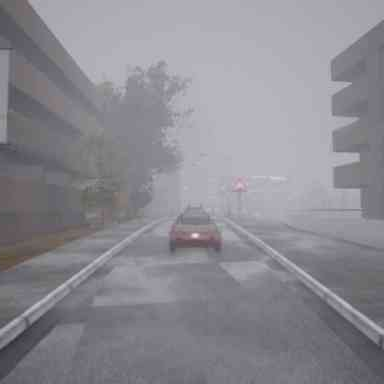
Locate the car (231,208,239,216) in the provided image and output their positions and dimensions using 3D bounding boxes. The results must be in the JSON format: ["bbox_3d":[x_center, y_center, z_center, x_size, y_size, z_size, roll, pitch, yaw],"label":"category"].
[{"bbox_3d":[7.834,4.483,72.474,2.185,1.767,4.553,7,-5,-30],"label":"car"}]

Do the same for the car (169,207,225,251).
[{"bbox_3d":[0.107,1.507,13.756,1.994,1.385,4.181,0,0,0],"label":"car"}]

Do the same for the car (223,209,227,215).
[{"bbox_3d":[4.861,4.220,71.982,2.185,1.767,4.553,5,-5,-31],"label":"car"}]

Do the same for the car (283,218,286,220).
[{"bbox_3d":[22.635,6.161,75.068,2.002,1.452,4.674,7,-5,-29],"label":"car"}]

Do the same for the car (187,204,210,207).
[{"bbox_3d":[0.307,1.825,30.824,2.128,1.511,4.902,0,-2,1],"label":"car"}]

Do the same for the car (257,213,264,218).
[{"bbox_3d":[13.664,5.220,73.714,1.946,1.575,5.366,7,-5,-30],"label":"car"}]

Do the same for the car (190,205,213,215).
[{"bbox_3d":[1.981,3.913,71.400,2.435,2.045,5.566,2,-4,-30],"label":"car"}]

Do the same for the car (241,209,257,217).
[{"bbox_3d":[10.831,4.665,73.029,2.435,2.045,5.566,8,-6,-30],"label":"car"}]
